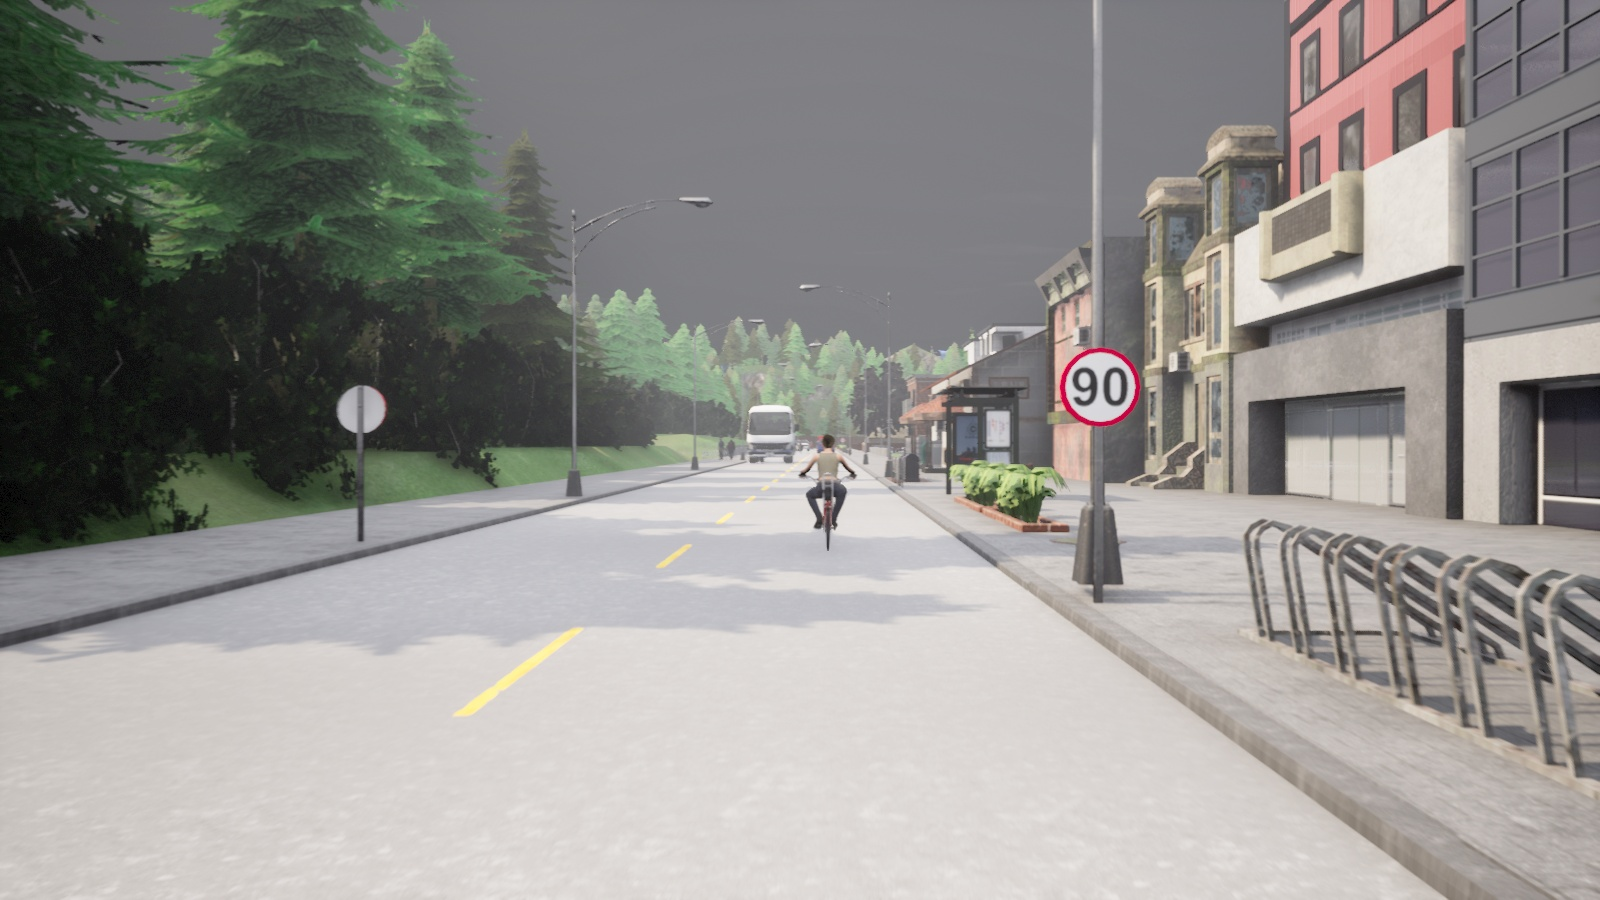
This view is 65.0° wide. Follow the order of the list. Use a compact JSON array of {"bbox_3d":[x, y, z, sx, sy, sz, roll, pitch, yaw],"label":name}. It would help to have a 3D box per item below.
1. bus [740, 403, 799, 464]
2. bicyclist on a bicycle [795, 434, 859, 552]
[{"bbox_3d":[-2.120,-1.155,92.872,3.944,4.253,10.273,0,0,1],"label":"bus"},{"bbox_3d":[0.383,0.583,17.857,0.866,1.612,1.509,0,0,1],"label":"bicyclist on a bicycle"}]
